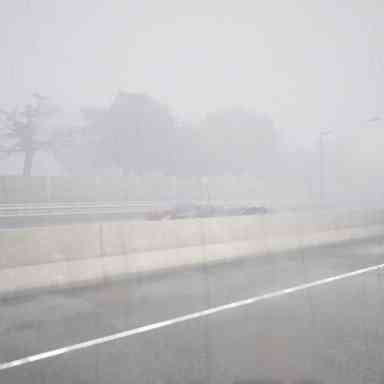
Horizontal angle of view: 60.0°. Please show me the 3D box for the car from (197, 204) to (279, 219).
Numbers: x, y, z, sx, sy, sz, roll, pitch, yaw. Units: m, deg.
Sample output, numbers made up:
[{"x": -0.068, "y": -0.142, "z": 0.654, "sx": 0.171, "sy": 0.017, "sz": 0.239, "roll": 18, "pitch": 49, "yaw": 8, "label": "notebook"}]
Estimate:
[{"x": 2.952, "y": 1.499, "z": 18.965, "sx": 4.892, "sy": 1.490, "sz": 1.837, "roll": 0, "pitch": 0, "yaw": -35, "label": "car"}]

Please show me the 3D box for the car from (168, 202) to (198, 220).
[{"x": 0.887, "y": 1.558, "z": 21.790, "sx": 4.181, "sy": 1.385, "sz": 1.994, "roll": 0, "pitch": 0, "yaw": -35, "label": "car"}]

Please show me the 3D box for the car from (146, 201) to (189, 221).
[{"x": -0.989, "y": 1.471, "z": 24.751, "sx": 5.008, "sy": 1.535, "sz": 1.882, "roll": 0, "pitch": 0, "yaw": -35, "label": "car"}]
